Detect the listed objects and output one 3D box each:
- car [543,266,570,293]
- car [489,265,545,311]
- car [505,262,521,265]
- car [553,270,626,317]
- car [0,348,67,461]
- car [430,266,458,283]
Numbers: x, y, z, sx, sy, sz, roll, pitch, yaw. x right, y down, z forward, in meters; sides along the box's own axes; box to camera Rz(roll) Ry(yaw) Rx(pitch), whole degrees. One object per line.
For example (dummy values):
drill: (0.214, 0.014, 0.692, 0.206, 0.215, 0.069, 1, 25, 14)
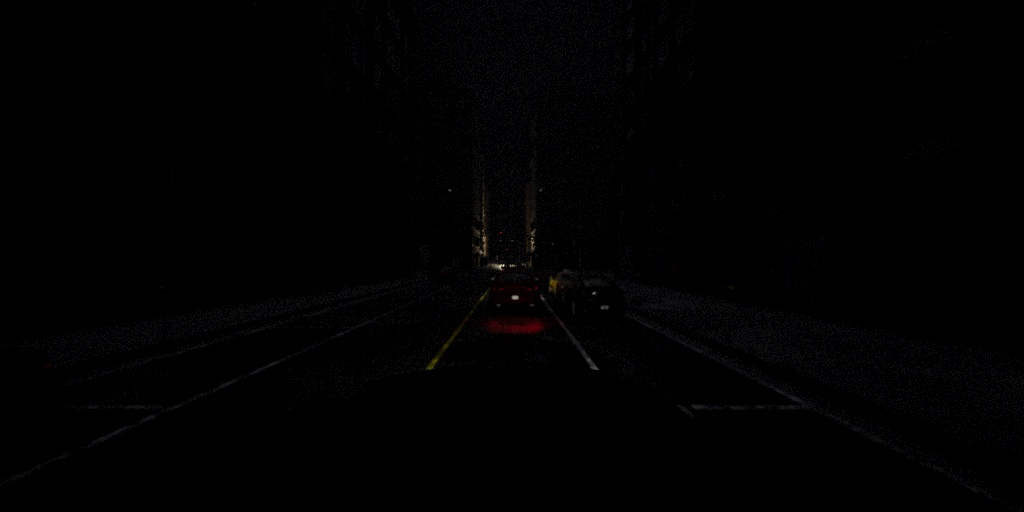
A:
car: (2.887, 1.389, 19.053, 1.751, 1.417, 4.829, 0, 0, 0)
car: (0.111, 1.316, 14.914, 1.882, 1.535, 5.008, 0, -1, 0)
car: (0.122, 1.297, 31.694, 2.097, 1.767, 4.553, 0, 0, 0)
car: (2.881, 1.378, 13.298, 2.007, 1.370, 4.403, 0, 0, 0)
car: (-5.669, 1.334, 2.132, 1.802, 1.307, 4.207, 0, 0, 0)
car: (-5.648, 1.479, 30.060, 1.888, 1.381, 4.507, 0, 0, 0)
